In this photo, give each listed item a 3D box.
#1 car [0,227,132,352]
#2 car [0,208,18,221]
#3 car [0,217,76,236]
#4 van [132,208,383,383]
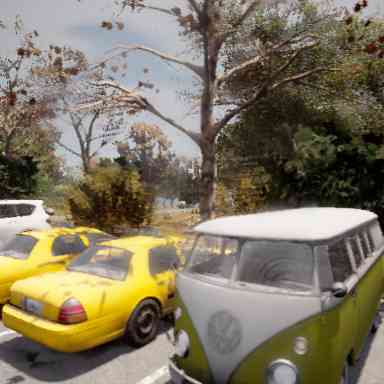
[{"bbox_3d":[-0.627,1.488,6.500,1.946,1.575,5.366,0,0,36],"label":"car"},{"bbox_3d":[-9.838,1.602,12.821,2.231,1.521,4.892,-1,-1,35],"label":"car"},{"bbox_3d":[-2.793,1.503,8.046,1.946,1.575,5.366,-1,0,35],"label":"car"},{"bbox_3d":[1.472,1.256,4.632,1.878,1.987,4.442,0,0,36],"label":"van"}]
